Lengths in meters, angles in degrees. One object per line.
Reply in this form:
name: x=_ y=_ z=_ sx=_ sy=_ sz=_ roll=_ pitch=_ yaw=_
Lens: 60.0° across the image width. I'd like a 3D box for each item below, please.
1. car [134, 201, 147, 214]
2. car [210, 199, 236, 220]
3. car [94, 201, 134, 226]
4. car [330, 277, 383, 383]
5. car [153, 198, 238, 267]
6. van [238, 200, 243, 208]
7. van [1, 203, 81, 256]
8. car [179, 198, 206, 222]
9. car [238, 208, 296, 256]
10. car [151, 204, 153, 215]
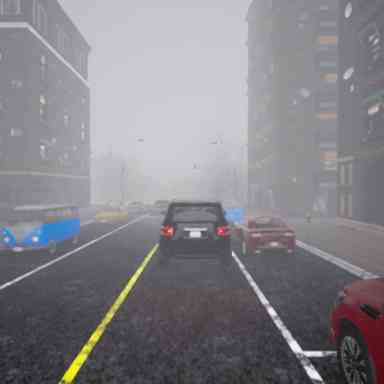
car: x=-5.808 y=1.620 z=35.080 sx=1.802 sy=1.307 sz=4.206 roll=-1 pitch=0 yaw=0
car: x=2.667 y=1.473 z=29.613 sx=1.967 sy=1.590 sz=4.097 roll=-1 pitch=0 yaw=0
car: x=-5.709 y=1.552 z=23.868 sx=1.752 sy=1.417 sz=4.829 roll=-1 pitch=0 yaw=0
car: x=2.671 y=1.318 z=1.992 sx=2.192 sy=1.841 sz=5.009 roll=-1 pitch=0 yaw=0
car: x=0.065 y=1.236 z=11.645 sx=2.150 sy=2.045 sz=5.566 roll=0 pitch=0 yaw=-1
van: x=2.667 y=1.368 z=24.089 sx=1.690 sy=1.788 sz=3.998 roll=-1 pitch=0 yaw=0
van: x=-5.710 y=1.357 z=12.990 sx=1.690 sy=1.788 sz=3.998 roll=-1 pitch=0 yaw=0
car: x=0.061 y=1.382 z=27.471 sx=2.097 sy=1.767 sz=4.553 roll=0 pitch=0 yaw=0
car: x=2.673 y=1.560 z=13.040 sx=1.887 sy=1.381 sz=4.507 roll=-1 pitch=0 yaw=0
car: x=-3.077 y=1.544 z=34.315 sx=1.837 sy=1.490 sz=4.892 roll=0 pitch=-1 yaw=0
